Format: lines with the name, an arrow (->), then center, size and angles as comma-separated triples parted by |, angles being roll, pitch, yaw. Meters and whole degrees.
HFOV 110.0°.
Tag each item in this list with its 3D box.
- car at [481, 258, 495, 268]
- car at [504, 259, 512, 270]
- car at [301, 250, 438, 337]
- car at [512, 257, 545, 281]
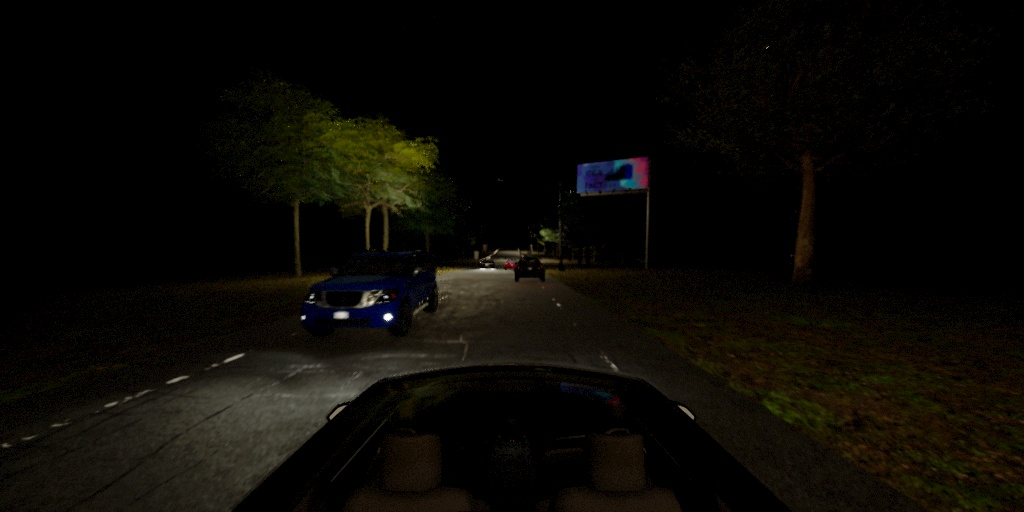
car -> -3.538, 1.087, 53.977 | 2.128, 1.511, 4.902 | 0, 0, 0
car -> 0.021, 1.117, 47.574 | 1.994, 1.385, 4.181 | 0, 0, 1
car -> -3.592, 0.856, 10.259 | 2.150, 2.045, 5.566 | 0, 1, 0
car -> 1.227, 0.865, 26.360 | 2.097, 1.767, 4.553 | 0, 0, 0
